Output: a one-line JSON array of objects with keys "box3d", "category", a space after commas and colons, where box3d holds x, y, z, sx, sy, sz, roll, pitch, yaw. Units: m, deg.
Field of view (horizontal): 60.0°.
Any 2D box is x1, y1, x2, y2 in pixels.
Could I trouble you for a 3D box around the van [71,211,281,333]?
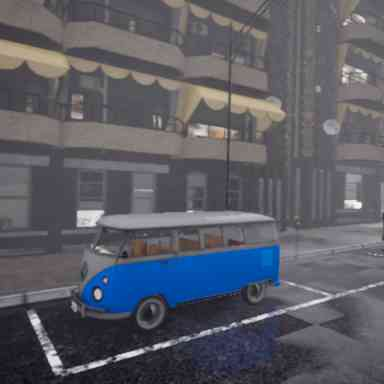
[{"box3d": [-0.096, 1.297, 6.408, 3.998, 1.788, 1.690, 0, 1, -34], "category": "van"}]
